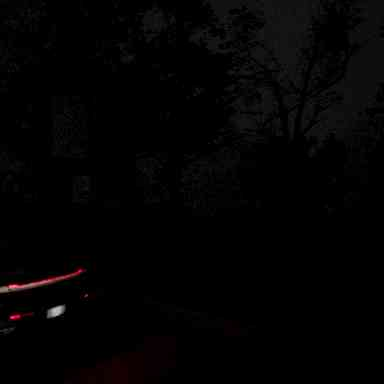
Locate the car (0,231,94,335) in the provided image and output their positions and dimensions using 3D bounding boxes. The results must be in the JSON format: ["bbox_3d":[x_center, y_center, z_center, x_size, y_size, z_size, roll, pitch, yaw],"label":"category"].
[{"bbox_3d":[-3.910,1.492,6.162,4.902,1.511,2.128,0,0,35],"label":"car"}]
